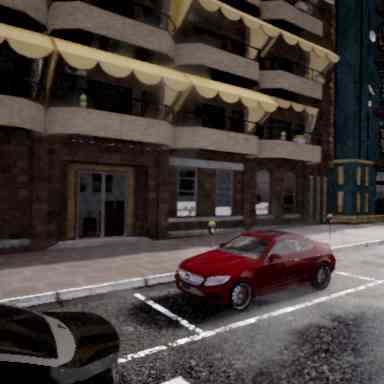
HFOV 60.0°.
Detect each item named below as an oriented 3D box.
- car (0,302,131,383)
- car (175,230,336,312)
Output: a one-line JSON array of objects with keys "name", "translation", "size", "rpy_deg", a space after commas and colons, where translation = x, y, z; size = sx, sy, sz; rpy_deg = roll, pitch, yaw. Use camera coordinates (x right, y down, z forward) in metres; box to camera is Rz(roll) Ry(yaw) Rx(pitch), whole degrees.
[{"name": "car", "translation": [-2.675, 1.488, 1.519], "size": [4.892, 1.490, 1.837], "rpy_deg": [0, 0, -35]}, {"name": "car", "translation": [1.618, 1.572, 7.613], "size": [4.206, 1.307, 1.802], "rpy_deg": [0, 1, -35]}]
